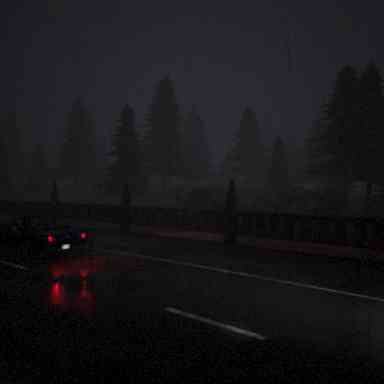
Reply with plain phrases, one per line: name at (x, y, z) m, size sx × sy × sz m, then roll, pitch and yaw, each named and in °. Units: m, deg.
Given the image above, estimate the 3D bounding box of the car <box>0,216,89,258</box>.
car at (-6.169, 1.551, 12.603) m, size 4.718 × 1.301 × 1.895 m, roll 1°, pitch 0°, yaw 33°
